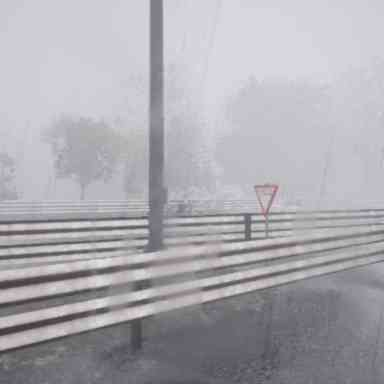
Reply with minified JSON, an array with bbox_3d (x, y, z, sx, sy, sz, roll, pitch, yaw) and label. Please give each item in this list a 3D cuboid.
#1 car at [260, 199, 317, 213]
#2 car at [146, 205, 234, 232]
[{"bbox_3d":[7.352,1.297,25.288,4.674,1.442,1.812,0,0,-25],"label":"car"},{"bbox_3d":[0.006,1.352,17.953,4.718,1.301,1.895,0,0,-26],"label":"car"}]
